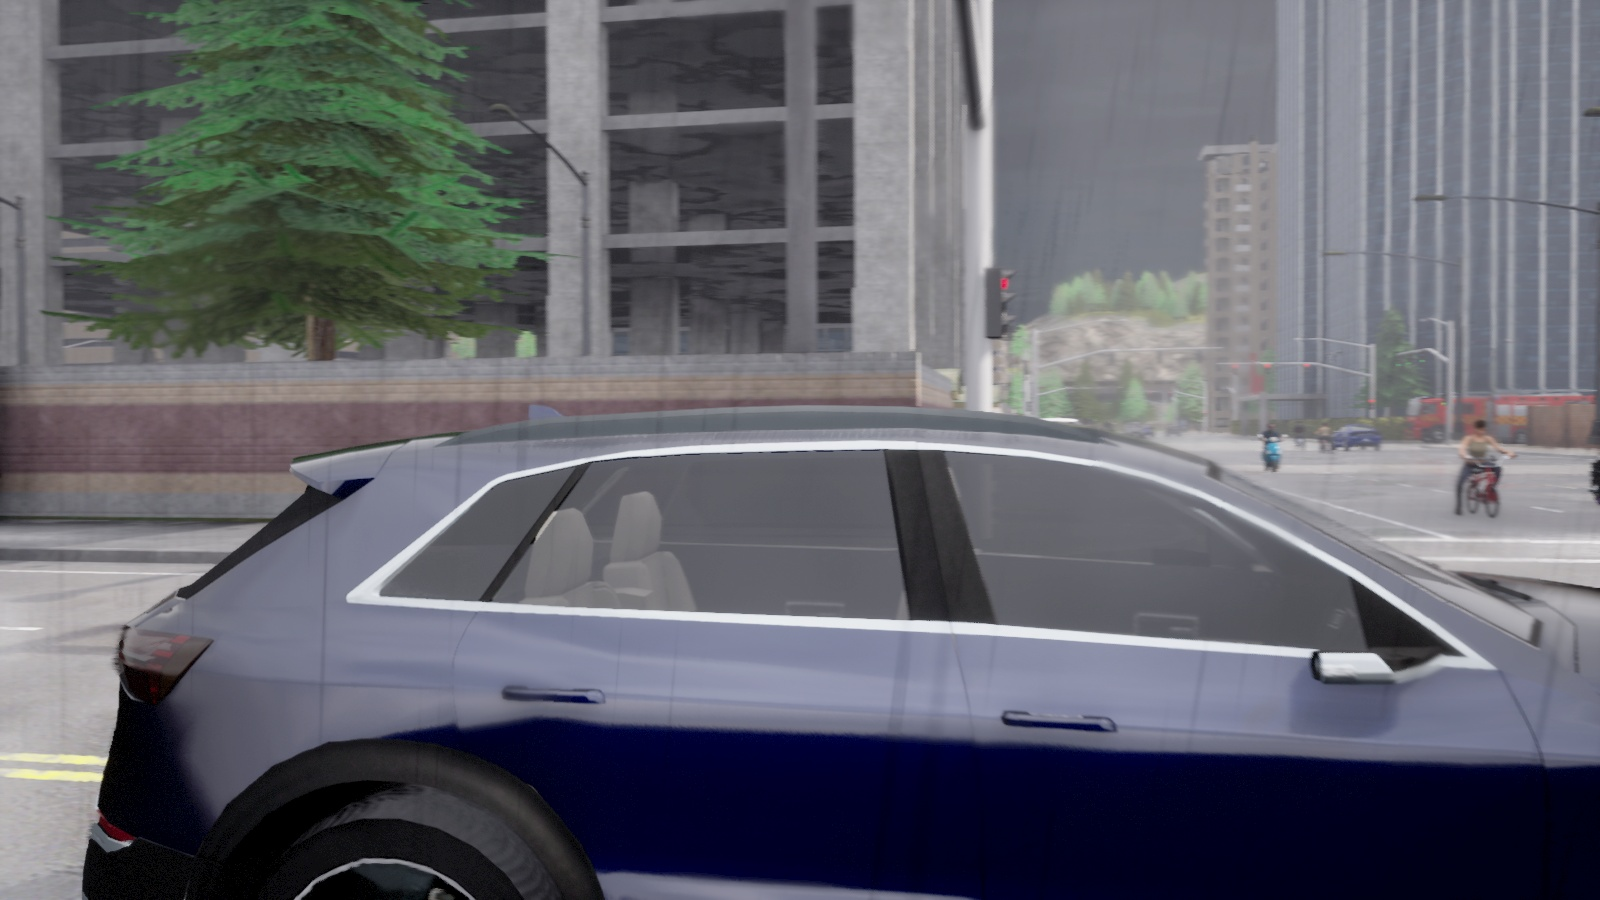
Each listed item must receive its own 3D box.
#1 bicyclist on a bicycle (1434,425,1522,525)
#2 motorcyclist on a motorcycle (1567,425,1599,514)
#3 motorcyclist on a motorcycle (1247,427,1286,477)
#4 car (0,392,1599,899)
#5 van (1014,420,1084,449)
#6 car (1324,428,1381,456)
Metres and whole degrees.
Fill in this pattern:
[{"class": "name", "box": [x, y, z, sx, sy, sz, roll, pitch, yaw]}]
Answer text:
[{"class": "bicyclist on a bicycle", "box": [11.299, 0.391, 20.989, 0.866, 1.612, 1.509, 0, 1, 11]}, {"class": "motorcyclist on a motorcycle", "box": [15.370, 0.365, 23.669, 0.766, 1.649, 2.350, 0, 1, 11]}, {"class": "motorcyclist on a motorcycle", "box": [15.027, 0.044, 40.491, 0.866, 1.590, 1.817, 0, 1, 11]}, {"class": "car", "box": [0.591, 0.690, 3.469, 4.856, 1.649, 2.033, 0, 1, 7]}, {"class": "van", "box": [17.548, -1.099, 88.445, 4.480, 2.038, 2.069, 1, 1, 22]}, {"class": "car", "box": [31.832, -0.498, 72.475, 1.882, 1.535, 5.008, 0, 1, 11]}]
